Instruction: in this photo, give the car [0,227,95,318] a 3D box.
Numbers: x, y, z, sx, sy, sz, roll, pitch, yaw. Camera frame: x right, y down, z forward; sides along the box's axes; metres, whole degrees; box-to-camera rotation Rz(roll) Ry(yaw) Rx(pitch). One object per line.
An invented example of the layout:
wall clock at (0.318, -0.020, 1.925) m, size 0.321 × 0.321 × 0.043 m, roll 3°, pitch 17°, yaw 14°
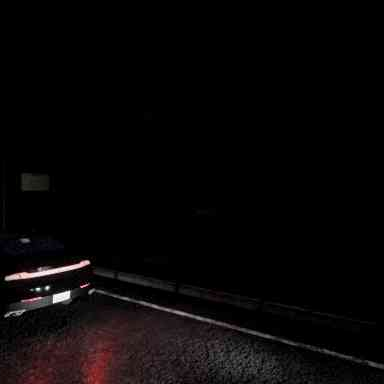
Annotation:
car at (-4.056, 1.492, 6.864) m, size 4.902 × 1.511 × 2.128 m, roll 0°, pitch 0°, yaw 37°
